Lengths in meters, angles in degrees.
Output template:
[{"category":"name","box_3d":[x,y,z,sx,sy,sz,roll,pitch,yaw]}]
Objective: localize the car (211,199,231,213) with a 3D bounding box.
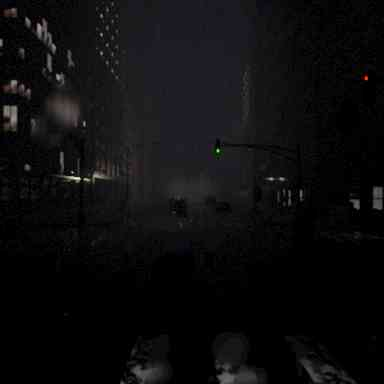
[{"category":"car","box_3d":[3.831,1.859,41.317,1.947,1.339,4.313,0,0,0]}]

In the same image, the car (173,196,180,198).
[{"category":"car","box_3d":[-1.708,1.856,55.201,1.882,1.535,5.008,0,0,0]}]

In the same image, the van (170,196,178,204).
[{"category":"van","box_3d":[-4.353,1.862,79.957,1.690,1.788,3.998,0,0,0]}]

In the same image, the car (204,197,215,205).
[{"category":"car","box_3d":[3.600,1.899,68.954,1.967,1.590,4.097,0,0,0]}]

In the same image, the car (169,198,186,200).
[{"category":"car","box_3d":[-1.639,1.825,42.301,1.812,1.442,4.674,0,0,0]}]

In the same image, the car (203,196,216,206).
[{"category":"car","box_3d":[3.636,1.742,63.426,2.192,1.841,5.009,0,0,0]}]

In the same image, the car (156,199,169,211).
[{"category":"car","box_3d":[-4.135,1.909,46.791,1.802,1.307,4.206,0,0,0]}]

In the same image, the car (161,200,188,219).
[{"category":"car","box_3d":[-1.573,1.800,32.273,1.994,1.385,4.181,0,0,0]}]

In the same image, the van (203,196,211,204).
[{"category":"van","box_3d":[3.527,1.862,80.009,1.690,1.788,3.998,0,0,0]}]

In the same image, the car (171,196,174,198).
[{"category":"car","box_3d":[-4.244,1.993,63.373,1.947,1.339,4.313,0,0,0]}]

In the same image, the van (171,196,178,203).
[{"category":"van","box_3d":[-4.389,1.893,85.484,1.690,1.788,3.998,0,0,0]}]
